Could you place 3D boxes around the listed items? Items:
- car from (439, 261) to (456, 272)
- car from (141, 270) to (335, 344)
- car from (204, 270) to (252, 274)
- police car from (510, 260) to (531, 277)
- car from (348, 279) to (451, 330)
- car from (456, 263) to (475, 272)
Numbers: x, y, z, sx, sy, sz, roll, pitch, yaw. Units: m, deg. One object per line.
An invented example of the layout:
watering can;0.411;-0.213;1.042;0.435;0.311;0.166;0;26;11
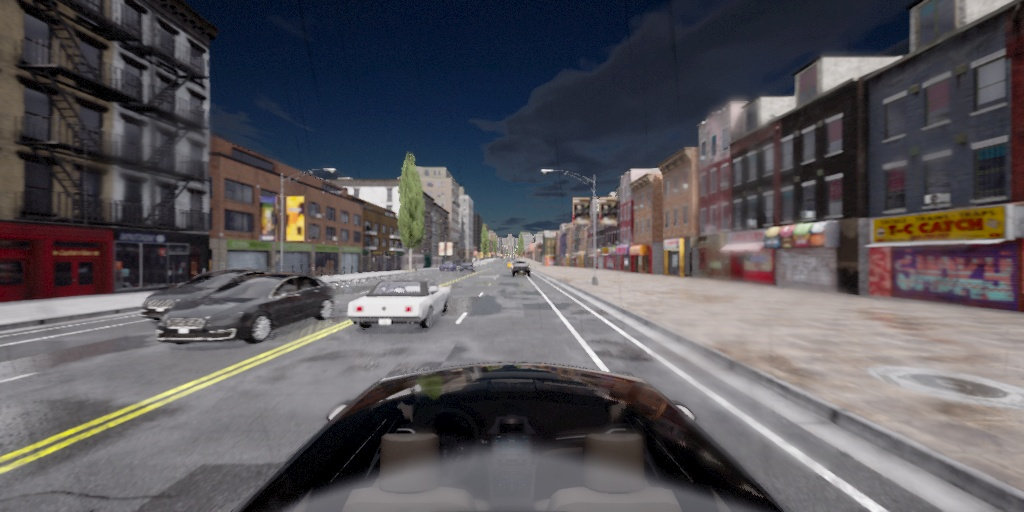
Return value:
car;-9.791;1.530;55.313;2.097;1.767;4.553;0;-1;1
car;-6.597;1.253;9.631;1.837;1.490;4.892;0;0;0
car;-9.847;1.254;12.457;1.837;1.490;4.892;0;0;0
police car;0.981;1.398;38.621;1.930;1.638;5.238;0;-1;0
car;-3.150;1.350;11.127;1.895;1.301;4.718;0;0;0
car;-6.558;1.704;52.545;1.994;1.385;4.181;0;-1;0
